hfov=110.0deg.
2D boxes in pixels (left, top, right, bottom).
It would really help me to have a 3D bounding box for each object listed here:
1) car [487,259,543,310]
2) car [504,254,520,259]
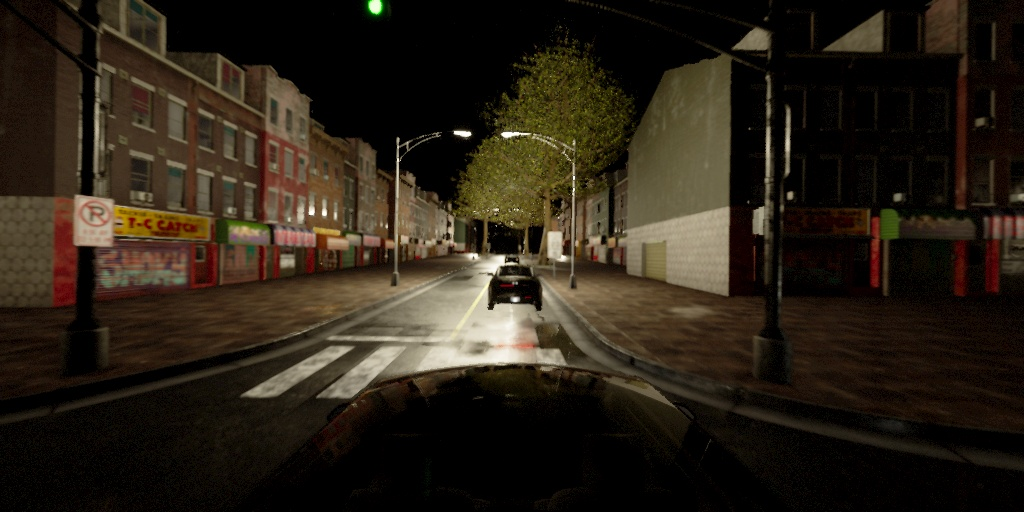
[{"bbox_3d":[0.105,1.063,13.636,1.837,1.490,4.892,1,1,0],"label":"car"},{"bbox_3d":[-0.007,0.397,43.769,1.895,1.301,4.718,1,2,0],"label":"car"}]
